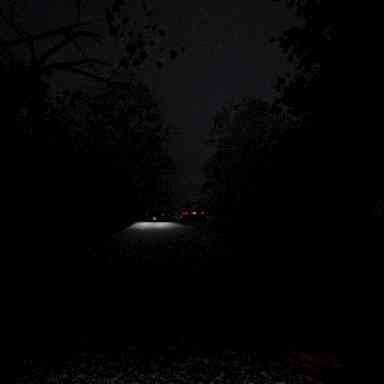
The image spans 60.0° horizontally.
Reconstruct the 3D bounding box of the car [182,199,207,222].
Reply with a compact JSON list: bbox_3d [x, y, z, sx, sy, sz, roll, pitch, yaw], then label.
[{"bbox_3d":[0.175,1.546,26.161,2.033,1.411,5.357,0,0,0],"label":"car"}]

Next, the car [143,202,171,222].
[{"bbox_3d":[-2.705,1.546,27.013,2.033,1.411,5.357,0,0,1],"label":"car"}]
